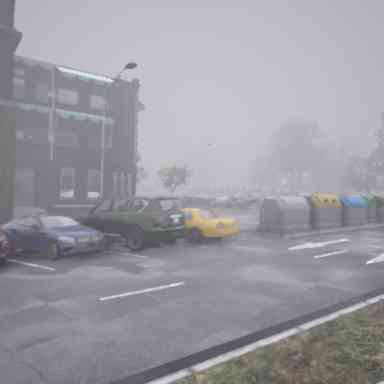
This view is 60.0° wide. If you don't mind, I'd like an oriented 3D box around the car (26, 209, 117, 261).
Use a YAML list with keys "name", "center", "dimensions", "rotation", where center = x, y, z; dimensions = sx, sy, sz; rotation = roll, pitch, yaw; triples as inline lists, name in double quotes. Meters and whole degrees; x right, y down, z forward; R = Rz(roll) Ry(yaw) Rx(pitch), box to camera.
- name: "car"
  center: [-5.214, 1.501, 12.209]
  dimensions: [4.674, 1.452, 2.002]
  rotation: [-1, -1, 35]

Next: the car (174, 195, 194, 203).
- name: "car"
  center: [-1.867, 1.629, 76.411]
  dimensions: [2.163, 1.488, 4.792]
  rotation: [1, -2, 35]

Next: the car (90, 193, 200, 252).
- name: "car"
  center: [-2.781, 1.198, 13.965]
  dimensions: [5.566, 2.045, 2.435]
  rotation: [-1, 0, 35]

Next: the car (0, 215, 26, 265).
- name: "car"
  center: [-7.685, 1.468, 10.464]
  dimensions: [5.008, 1.535, 2.097]
  rotation: [-1, -1, 35]

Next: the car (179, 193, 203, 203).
- name: "car"
  center: [-0.099, 1.350, 73.985]
  dimensions: [2.435, 2.045, 5.566]
  rotation: [1, -2, 35]

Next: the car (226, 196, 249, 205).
- name: "car"
  center: [8.477, 1.625, 61.514]
  dimensions: [2.163, 1.488, 4.792]
  rotation: [1, -1, 35]

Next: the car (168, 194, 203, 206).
- name: "car"
  center: [-0.828, 1.104, 45.563]
  dimensions: [1.946, 1.575, 5.366]
  rotation: [0, -1, 35]

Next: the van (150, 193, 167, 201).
- name: "van"
  center: [-8.668, 1.380, 86.470]
  dimensions: [1.878, 1.987, 4.442]
  rotation: [1, -2, 35]

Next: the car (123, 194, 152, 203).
- name: "car"
  center: [-9.366, 1.107, 57.566]
  dimensions: [2.097, 1.535, 5.008]
  rotation: [1, 0, 35]

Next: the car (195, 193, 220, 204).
- name: "car"
  center: [3.310, 1.346, 68.971]
  dimensions: [2.435, 2.045, 5.566]
  rotation: [1, -2, 35]

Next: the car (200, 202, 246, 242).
- name: "car"
  center: [-0.439, 1.430, 15.806]
  dimensions: [5.366, 1.575, 1.946]
  rotation: [-1, 0, 35]

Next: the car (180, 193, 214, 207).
- name: "car"
  center: [0.741, 0.977, 42.955]
  dimensions: [2.185, 1.767, 4.553]
  rotation: [0, -1, 35]

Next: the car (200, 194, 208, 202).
- name: "car"
  center: [2.442, 1.104, 40.544]
  dimensions: [2.231, 1.521, 4.892]
  rotation: [0, -1, 35]

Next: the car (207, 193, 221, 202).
- name: "car"
  center: [4.133, 1.142, 38.117]
  dimensions: [2.002, 1.452, 4.674]
  rotation: [1, 0, 35]

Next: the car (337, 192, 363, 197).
- name: "car"
  center: [20.575, 1.342, 44.196]
  dimensions: [2.435, 2.045, 5.566]
  rotation: [1, -2, 35]

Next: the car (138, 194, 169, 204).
- name: "car"
  center: [-5.982, 1.106, 52.696]
  dimensions: [2.097, 1.535, 5.008]
  rotation: [0, -1, 35]

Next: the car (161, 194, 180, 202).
- name: "car"
  center: [-5.320, 1.474, 81.384]
  dimensions: [2.185, 1.767, 4.553]
  rotation: [1, -2, 35]

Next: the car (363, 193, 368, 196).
- name: "car"
  center: [24.630, 0.754, 50.249]
  dimensions: [1.812, 1.442, 4.674]
  rotation: [2, 3, -34]

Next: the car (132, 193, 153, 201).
- name: "car"
  center: [-13.895, 1.350, 93.848]
  dimensions: [2.435, 2.045, 5.566]
  rotation: [1, -2, 35]

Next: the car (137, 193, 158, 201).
- name: "car"
  center: [-12.184, 1.349, 91.311]
  dimensions: [2.435, 2.045, 5.566]
  rotation: [1, -1, 35]

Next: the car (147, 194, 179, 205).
- name: "car"
  center: [-4.314, 1.135, 50.244]
  dimensions: [2.163, 1.488, 4.792]
  rotation: [1, 0, 35]

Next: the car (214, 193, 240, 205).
- name: "car"
  center: [6.798, 1.347, 64.054]
  dimensions: [2.435, 2.045, 5.566]
  rotation: [1, -2, 35]

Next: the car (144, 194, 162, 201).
- name: "car"
  center: [-10.434, 1.477, 88.876]
  dimensions: [2.185, 1.767, 4.553]
  rotation: [1, -2, 35]

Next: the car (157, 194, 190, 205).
- name: "car"
  center: [-2.613, 1.106, 47.834]
  dimensions: [2.231, 1.521, 4.892]
  rotation: [0, -1, 35]

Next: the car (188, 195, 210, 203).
- name: "car"
  center: [1.496, 1.589, 71.318]
  dimensions: [1.946, 1.575, 5.366]
  rotation: [1, -2, 35]

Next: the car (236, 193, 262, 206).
- name: "car"
  center: [10.213, 1.344, 59.039]
  dimensions: [2.435, 2.045, 5.566]
  rotation: [1, -2, 35]

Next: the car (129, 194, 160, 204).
- name: "car"
  center: [-7.776, 1.101, 54.976]
  dimensions: [1.946, 1.575, 5.366]
  rotation: [1, 0, 35]

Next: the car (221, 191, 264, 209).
- name: "car"
  center: [5.815, 0.850, 35.662]
  dimensions: [2.435, 2.045, 5.566]
  rotation: [1, 0, 35]

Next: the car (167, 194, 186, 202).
- name: "car"
  center: [-3.585, 1.474, 78.900]
  dimensions: [2.185, 1.767, 4.553]
  rotation: [1, -2, 35]

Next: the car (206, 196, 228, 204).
- name: "car"
  center: [5.031, 1.598, 66.505]
  dimensions: [2.231, 1.521, 4.892]
  rotation: [1, -2, 35]
